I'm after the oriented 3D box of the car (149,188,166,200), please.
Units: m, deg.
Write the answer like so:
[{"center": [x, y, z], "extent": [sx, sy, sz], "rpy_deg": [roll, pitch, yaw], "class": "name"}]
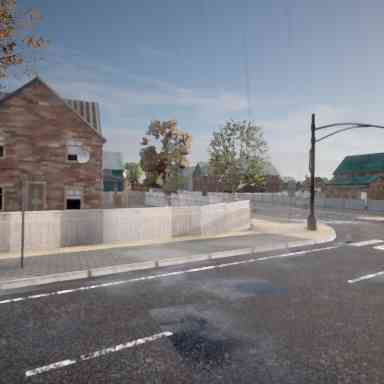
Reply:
[{"center": [-6.515, 0.332, 61.647], "extent": [2.150, 2.045, 5.566], "rpy_deg": [1, 1, -21], "class": "car"}]
